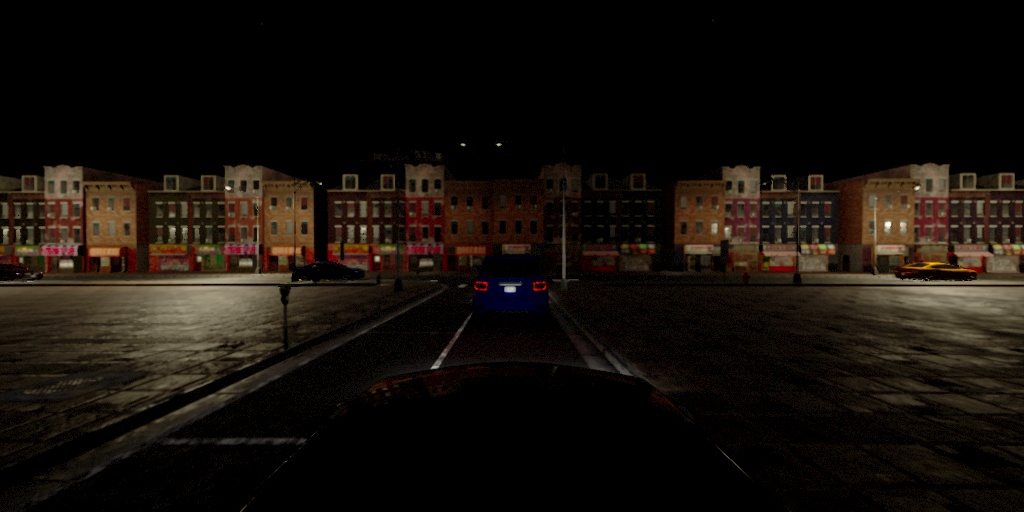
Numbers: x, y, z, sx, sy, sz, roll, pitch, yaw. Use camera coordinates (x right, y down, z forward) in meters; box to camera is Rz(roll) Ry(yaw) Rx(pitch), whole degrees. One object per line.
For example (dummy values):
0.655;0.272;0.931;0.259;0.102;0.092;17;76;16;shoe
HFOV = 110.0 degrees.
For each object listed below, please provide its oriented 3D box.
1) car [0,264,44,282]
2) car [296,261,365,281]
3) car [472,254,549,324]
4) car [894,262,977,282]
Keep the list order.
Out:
-39.760;1.326;28.040;4.674;1.442;1.812;0;1;0;car
-14.111;1.194;27.925;5.008;1.535;1.882;0;1;0;car
-0.025;0.956;12.038;2.150;2.045;5.566;0;0;0;car
32.775;1.250;27.772;5.008;1.535;1.882;0;1;0;car
